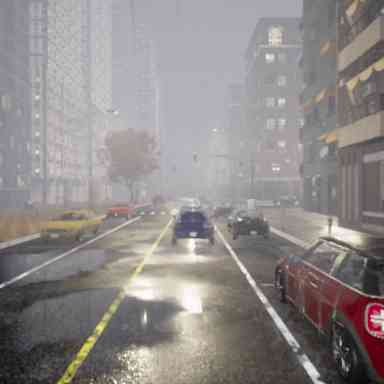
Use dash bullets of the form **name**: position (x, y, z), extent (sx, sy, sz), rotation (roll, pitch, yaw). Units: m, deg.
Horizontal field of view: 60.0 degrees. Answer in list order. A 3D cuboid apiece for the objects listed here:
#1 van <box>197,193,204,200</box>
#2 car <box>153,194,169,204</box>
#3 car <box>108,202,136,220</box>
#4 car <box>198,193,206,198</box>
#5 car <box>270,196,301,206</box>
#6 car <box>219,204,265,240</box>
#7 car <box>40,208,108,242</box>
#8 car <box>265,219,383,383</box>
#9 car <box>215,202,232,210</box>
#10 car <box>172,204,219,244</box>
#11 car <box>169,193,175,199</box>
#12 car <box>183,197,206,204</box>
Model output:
- **van**: position (2.408, 1.185, 93.063), extent (1.690, 1.788, 3.998), rotation (0, 0, 0)
- **car**: position (-5.871, 1.209, 59.899), extent (2.192, 1.841, 5.009), rotation (0, 0, 0)
- **car**: position (-5.770, 1.490, 27.512), extent (1.887, 1.381, 4.507), rotation (0, 0, 0)
- **car**: position (2.443, 1.418, 82.016), extent (1.947, 1.339, 4.313), rotation (0, 0, 0)
- **car**: position (13.287, 1.216, 46.976), extent (4.403, 1.369, 2.008), rotation (-1, 1, -1)
- **car**: position (2.644, 1.505, 16.472), extent (2.008, 1.369, 4.403), rotation (0, 0, 0)
- **car**: position (-5.735, 1.495, 16.276), extent (1.752, 1.417, 4.829), rotation (0, 0, 0)
- **car**: position (2.678, 1.421, 5.406), extent (1.967, 1.590, 4.097), rotation (0, 0, 0)
- **car**: position (2.610, 1.481, 27.537), extent (2.008, 1.369, 4.403), rotation (0, 0, 0)
- **car**: position (0.048, 1.487, 15.439), extent (1.812, 1.442, 4.674), rotation (0, 0, 0)
- **car**: position (-5.972, 1.425, 93.037), extent (1.947, 1.339, 4.313), rotation (0, 0, 0)
- **car**: position (0.003, 1.429, 26.050), extent (2.128, 1.511, 4.902), rotation (0, 0, 0)
